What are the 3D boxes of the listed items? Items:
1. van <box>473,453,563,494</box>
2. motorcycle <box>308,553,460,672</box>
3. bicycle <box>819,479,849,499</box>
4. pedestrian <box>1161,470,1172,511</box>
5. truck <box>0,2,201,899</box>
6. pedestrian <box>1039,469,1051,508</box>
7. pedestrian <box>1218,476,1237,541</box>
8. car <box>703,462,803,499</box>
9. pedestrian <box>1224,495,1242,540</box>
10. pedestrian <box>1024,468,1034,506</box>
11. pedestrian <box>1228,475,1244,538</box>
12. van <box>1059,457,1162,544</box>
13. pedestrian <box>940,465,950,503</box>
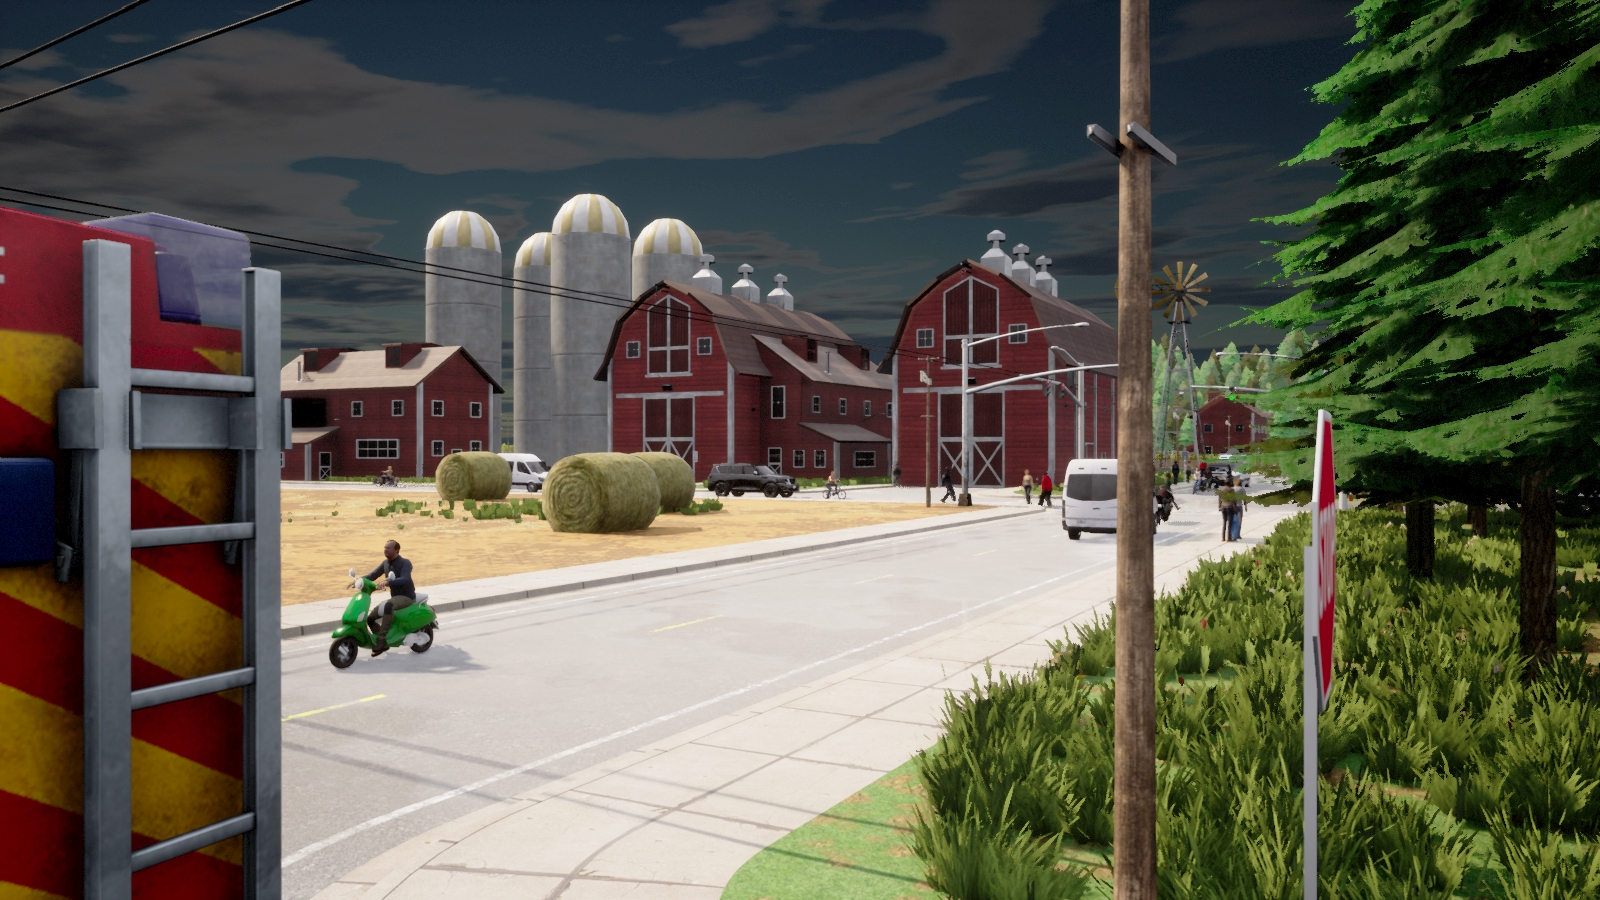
[{"bbox_3d":[-18.579,1.496,75.307,5.915,2.561,1.988,0,1,27],"label":"van"},{"bbox_3d":[-5.581,2.142,15.434,0.856,1.316,1.805,0,0,28],"label":"motorcycle"},{"bbox_3d":[1.940,2.221,64.700,1.487,1.080,0.859,0,0,27],"label":"bicycle"},{"bbox_3d":[16.694,1.841,52.039,0.375,1.860,0.375,0,0,28],"label":"pedestrian"},{"bbox_3d":[-6.148,0.864,3.552,8.468,3.827,2.891,0,0,23],"label":"truck"},{"bbox_3d":[11.734,1.836,54.734,0.375,1.860,0.375,0,0,-30],"label":"pedestrian"},{"bbox_3d":[12.397,1.695,33.121,0.375,1.860,0.375,0,0,-42],"label":"pedestrian"},{"bbox_3d":[-2.786,1.753,67.144,5.566,2.045,2.150,0,0,27],"label":"car"},{"bbox_3d":[12.784,1.976,33.734,0.375,1.300,0.375,0,0,44],"label":"pedestrian"},{"bbox_3d":[11.234,1.823,56.142,0.375,1.860,0.375,0,0,31],"label":"pedestrian"},{"bbox_3d":[13.102,1.694,34.330,0.375,1.860,0.375,0,0,39],"label":"pedestrian"},{"bbox_3d":[10.236,1.535,37.289,1.988,2.561,5.915,0,0,28],"label":"van"},{"bbox_3d":[7.173,1.672,56.358,0.375,1.860,0.375,0,0,30],"label":"pedestrian"}]
